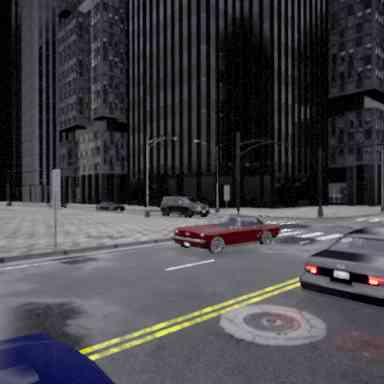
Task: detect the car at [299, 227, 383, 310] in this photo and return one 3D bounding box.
[{"bbox_3d":[4.555,1.543,7.708,5.357,1.411,2.033,0,0,-42],"label":"car"}]

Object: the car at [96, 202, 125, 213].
[{"bbox_3d":[-10.344,1.945,42.226,1.895,1.301,4.718,0,0,-42],"label":"car"}]

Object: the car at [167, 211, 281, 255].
[{"bbox_3d":[1.508,1.596,13.592,4.718,1.301,1.895,0,0,-41],"label":"car"}]

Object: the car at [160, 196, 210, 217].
[{"bbox_3d":[-0.771,1.421,31.705,2.150,2.045,5.566,0,0,-42],"label":"car"}]

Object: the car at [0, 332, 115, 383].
[{"bbox_3d":[-2.481,1.601,1.298,4.718,1.301,1.895,0,0,-42],"label":"car"}]

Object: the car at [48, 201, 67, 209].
[{"bbox_3d":[-22.647,2.144,55.897,1.994,1.385,4.181,0,0,-42],"label":"car"}]
